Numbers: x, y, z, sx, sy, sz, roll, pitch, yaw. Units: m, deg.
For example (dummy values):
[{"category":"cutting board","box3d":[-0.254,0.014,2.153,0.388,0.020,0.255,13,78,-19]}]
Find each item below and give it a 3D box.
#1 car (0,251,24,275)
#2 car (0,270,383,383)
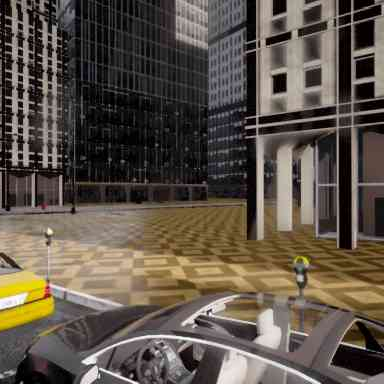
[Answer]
[{"category":"car","box3d":[-4.464,1.525,6.064,4.829,1.417,1.752,0,0,36]},{"category":"car","box3d":[0.290,1.551,2.670,4.403,1.369,2.008,0,0,36]}]
